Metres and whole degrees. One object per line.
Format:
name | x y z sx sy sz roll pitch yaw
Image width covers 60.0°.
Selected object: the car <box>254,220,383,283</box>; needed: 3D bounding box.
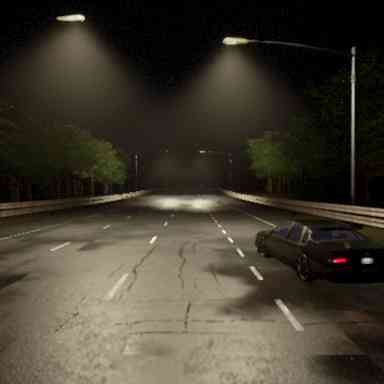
car | 3.418 1.502 9.549 2.033 1.411 5.357 0 0 -7
